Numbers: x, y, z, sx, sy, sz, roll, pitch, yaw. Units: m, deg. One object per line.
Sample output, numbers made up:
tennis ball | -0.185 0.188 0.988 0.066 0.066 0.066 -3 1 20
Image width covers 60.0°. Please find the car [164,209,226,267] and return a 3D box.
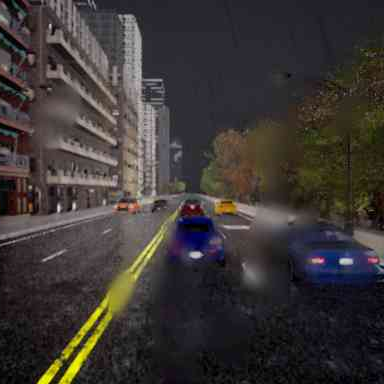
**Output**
car | 0.093 1.538 11.318 1.812 1.442 4.674 0 0 0

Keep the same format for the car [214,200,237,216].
car | 3.287 1.513 32.984 1.882 1.535 5.008 0 0 0

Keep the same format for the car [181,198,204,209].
car | 0.041 1.386 31.156 2.097 1.767 4.553 0 0 0

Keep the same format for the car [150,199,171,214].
car | -3.412 1.548 36.696 1.837 1.490 4.892 0 0 0

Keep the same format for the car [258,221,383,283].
car | 3.333 1.556 9.708 2.033 1.411 5.357 0 0 0

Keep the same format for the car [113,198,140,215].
car | -6.659 1.392 34.207 2.097 1.767 4.553 0 0 0
